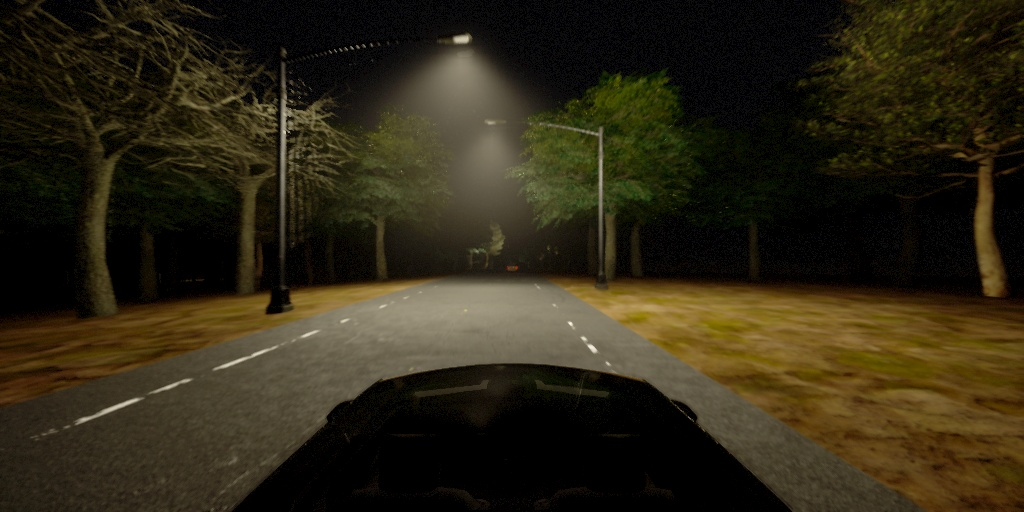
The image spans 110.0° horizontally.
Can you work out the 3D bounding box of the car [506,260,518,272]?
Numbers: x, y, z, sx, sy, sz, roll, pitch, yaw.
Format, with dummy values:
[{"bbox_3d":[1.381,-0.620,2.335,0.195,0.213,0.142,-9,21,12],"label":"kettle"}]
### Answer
[{"bbox_3d":[0.030,1.763,56.402,1.801,1.575,5.366,0,0,0],"label":"car"}]
